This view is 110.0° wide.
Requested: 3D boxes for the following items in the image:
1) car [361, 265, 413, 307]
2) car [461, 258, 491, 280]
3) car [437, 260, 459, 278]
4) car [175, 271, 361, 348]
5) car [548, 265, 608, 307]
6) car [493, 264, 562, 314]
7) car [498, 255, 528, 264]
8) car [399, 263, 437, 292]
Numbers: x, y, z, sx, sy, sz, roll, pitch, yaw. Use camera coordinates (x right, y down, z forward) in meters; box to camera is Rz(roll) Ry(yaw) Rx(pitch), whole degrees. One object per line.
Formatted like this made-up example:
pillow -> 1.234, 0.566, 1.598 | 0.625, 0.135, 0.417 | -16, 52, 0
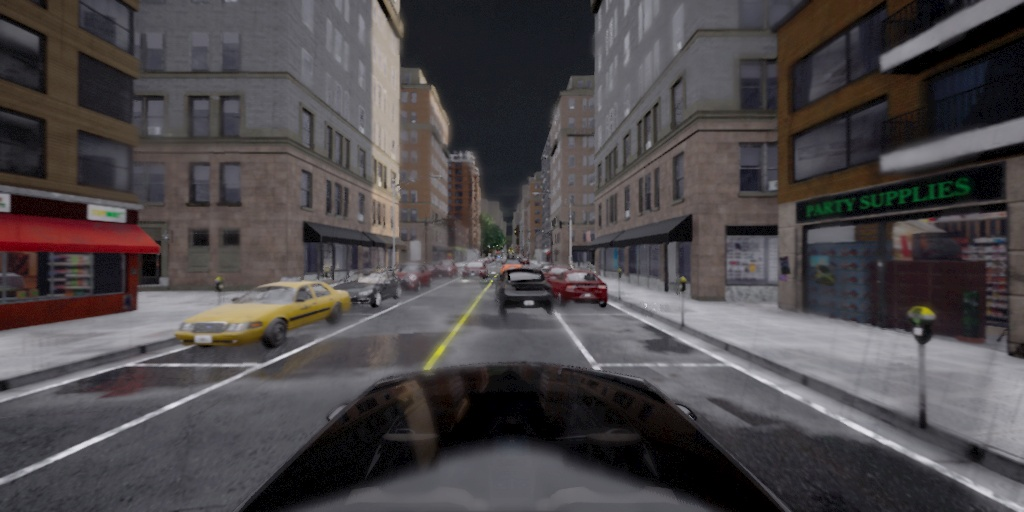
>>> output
car -> -5.854, 1.251, 14.876 | 2.007, 1.370, 4.403 | 0, 0, 0
car -> -3.044, 1.175, 30.387 | 1.812, 1.442, 4.674 | 0, 0, 1
car -> -5.851, 1.086, 31.355 | 1.967, 1.591, 4.097 | 0, 0, 0
car -> -5.856, 1.246, 9.213 | 1.751, 1.417, 4.829 | 0, 0, 0
car -> 2.673, 1.246, 14.883 | 1.888, 1.381, 4.507 | 0, 0, 0
car -> 0.363, 1.211, 13.576 | 1.837, 1.490, 4.892 | 0, 0, -4
car -> 0.101, 0.999, 31.748 | 2.097, 1.767, 4.553 | 0, 0, 0
car -> -5.853, 1.122, 20.368 | 1.967, 1.591, 4.097 | 0, 0, 0
